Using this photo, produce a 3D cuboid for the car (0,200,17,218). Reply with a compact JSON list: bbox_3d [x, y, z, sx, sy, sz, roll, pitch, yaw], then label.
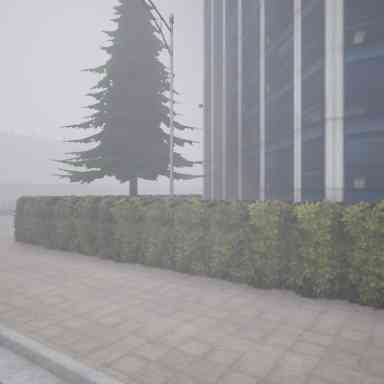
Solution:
[{"bbox_3d":[-15.562,1.436,26.763,2.128,1.511,4.902,0,0,35],"label":"car"}]
